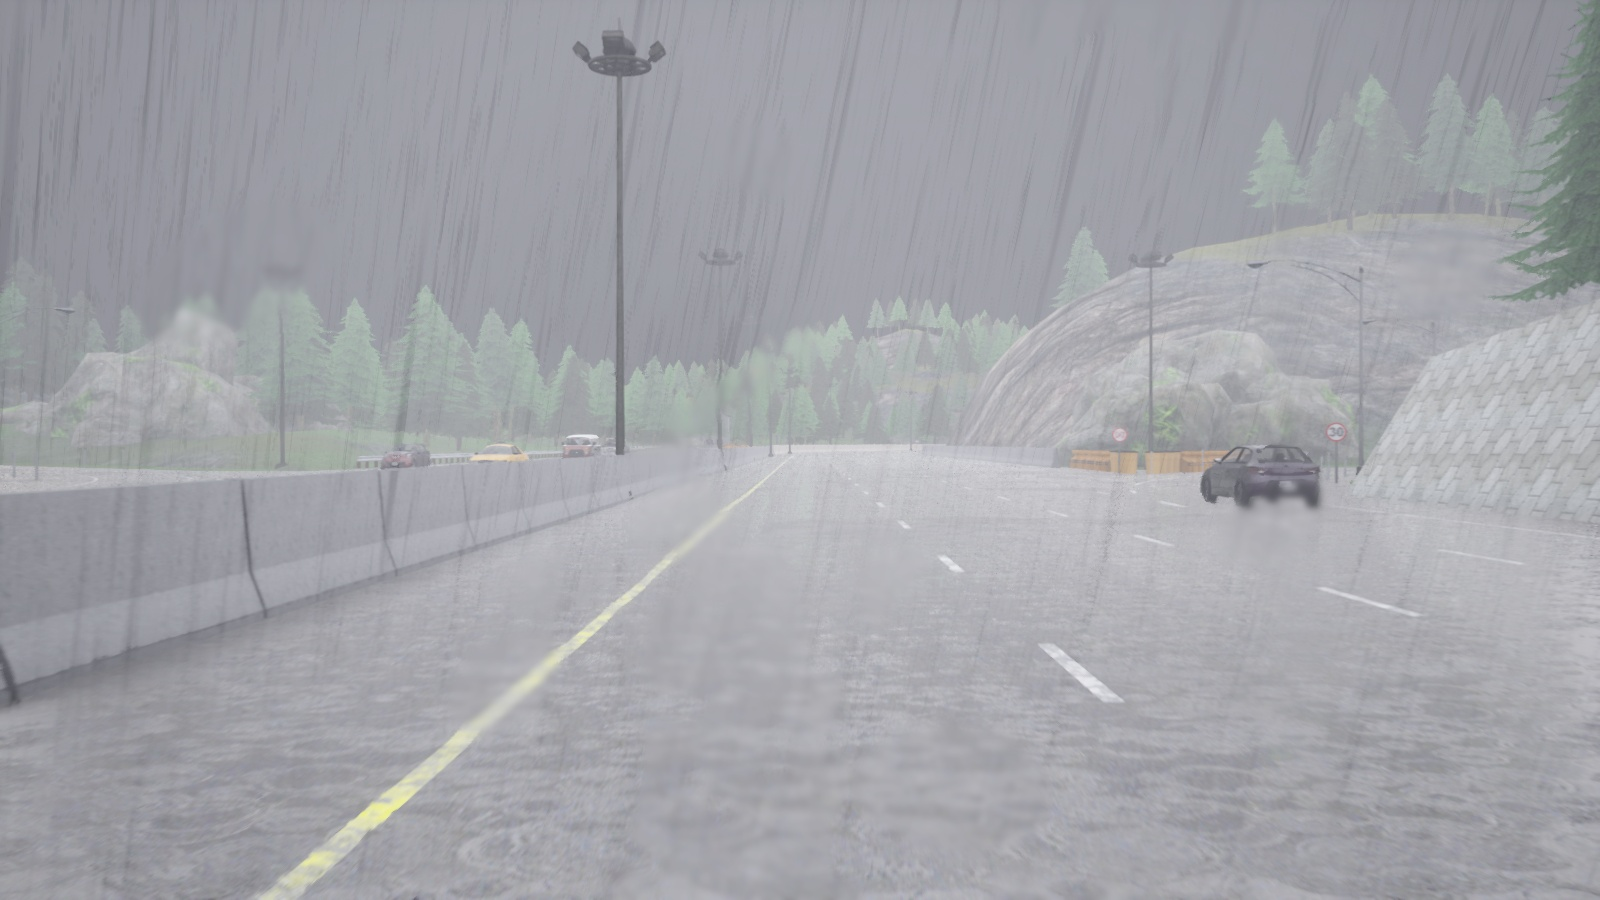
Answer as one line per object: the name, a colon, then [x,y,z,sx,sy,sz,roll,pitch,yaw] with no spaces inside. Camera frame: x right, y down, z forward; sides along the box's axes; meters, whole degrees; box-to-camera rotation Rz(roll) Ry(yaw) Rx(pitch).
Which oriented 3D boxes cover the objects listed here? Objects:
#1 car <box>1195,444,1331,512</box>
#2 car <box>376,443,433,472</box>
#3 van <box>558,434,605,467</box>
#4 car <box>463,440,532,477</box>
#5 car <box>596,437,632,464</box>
car: [10.801,0.602,29.609,1.816,1.474,4.193,0,0,2]
car: [-20.612,0.375,65.576,1.845,1.501,3.633,0,0,0]
van: [-13.541,0.019,78.070,2.069,2.038,4.480,0,0,0]
car: [-13.660,0.351,57.051,1.801,1.575,5.366,0,0,0]
car: [-13.466,0.040,91.181,1.932,1.855,4.605,0,0,0]
